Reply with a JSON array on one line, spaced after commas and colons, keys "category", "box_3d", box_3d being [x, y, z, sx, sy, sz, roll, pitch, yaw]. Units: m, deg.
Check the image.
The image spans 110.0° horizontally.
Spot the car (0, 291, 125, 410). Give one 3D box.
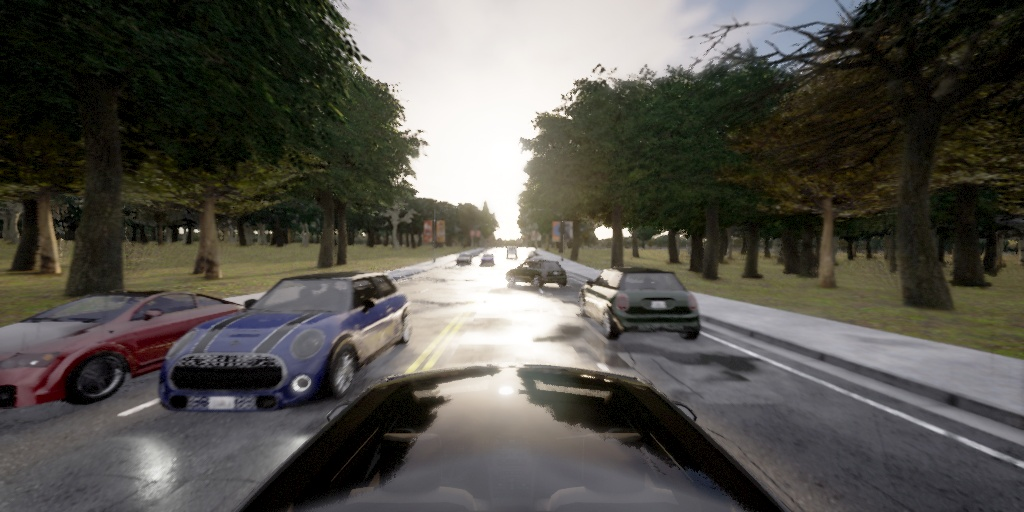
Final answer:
[{"category": "car", "box_3d": [-6.598, 1.305, 6.139, 1.994, 1.385, 4.181, 0, 0, 0]}]

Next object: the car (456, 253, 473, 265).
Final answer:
[{"category": "car", "box_3d": [-6.573, 0.401, 49.810, 1.837, 1.490, 4.892, 0, 3, 0]}]

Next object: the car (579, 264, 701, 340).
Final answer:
[{"category": "car", "box_3d": [3.247, 1.082, 10.073, 2.097, 1.767, 4.553, 0, 0, 0]}]

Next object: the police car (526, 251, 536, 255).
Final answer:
[{"category": "police car", "box_3d": [3.228, 0.109, 54.165, 1.930, 1.638, 5.238, 0, 3, 0]}]

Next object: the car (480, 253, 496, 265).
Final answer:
[{"category": "car", "box_3d": [-3.325, 0.376, 49.788, 1.882, 1.535, 5.008, 0, 3, 0]}]

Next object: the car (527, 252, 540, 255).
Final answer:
[{"category": "car", "box_3d": [3.233, 0.700, 43.102, 2.163, 1.488, 4.792, 0, 2, 0]}]

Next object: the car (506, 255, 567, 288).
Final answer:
[{"category": "car", "box_3d": [1.492, 1.025, 23.391, 2.097, 1.767, 4.553, 0, 1, -32]}]

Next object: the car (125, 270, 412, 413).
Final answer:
[{"category": "car", "box_3d": [-3.348, 1.092, 6.378, 2.097, 1.767, 4.553, 0, 0, 0]}]
